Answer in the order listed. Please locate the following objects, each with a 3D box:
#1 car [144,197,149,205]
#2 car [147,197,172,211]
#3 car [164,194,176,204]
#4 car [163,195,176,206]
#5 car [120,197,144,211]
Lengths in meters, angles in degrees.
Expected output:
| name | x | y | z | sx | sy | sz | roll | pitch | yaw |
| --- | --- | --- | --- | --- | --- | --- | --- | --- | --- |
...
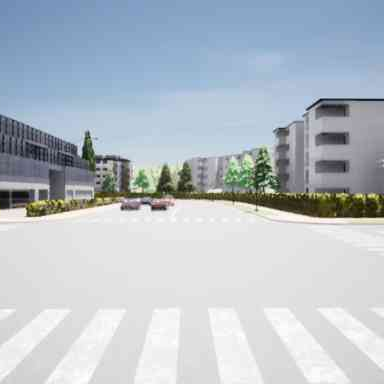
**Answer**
| name | x | y | z | sx | sy | sz | roll | pitch | yaw |
| --- | --- | --- | --- | --- | --- | --- | --- | --- | --- |
| car | -7.412 | 1.515 | 54.811 | 2.033 | 1.411 | 5.357 | 0 | 0 | 0 |
| car | -3.796 | 1.577 | 39.387 | 1.895 | 1.301 | 4.718 | 0 | 0 | 0 |
| car | -4.103 | 1.315 | 62.029 | 2.097 | 1.767 | 4.553 | 0 | 0 | -2 |
| car | -3.828 | 1.320 | 52.419 | 2.097 | 1.767 | 4.553 | 0 | 0 | -1 |
| car | -7.299 | 1.540 | 39.739 | 1.994 | 1.385 | 4.181 | 0 | 0 | 0 |
